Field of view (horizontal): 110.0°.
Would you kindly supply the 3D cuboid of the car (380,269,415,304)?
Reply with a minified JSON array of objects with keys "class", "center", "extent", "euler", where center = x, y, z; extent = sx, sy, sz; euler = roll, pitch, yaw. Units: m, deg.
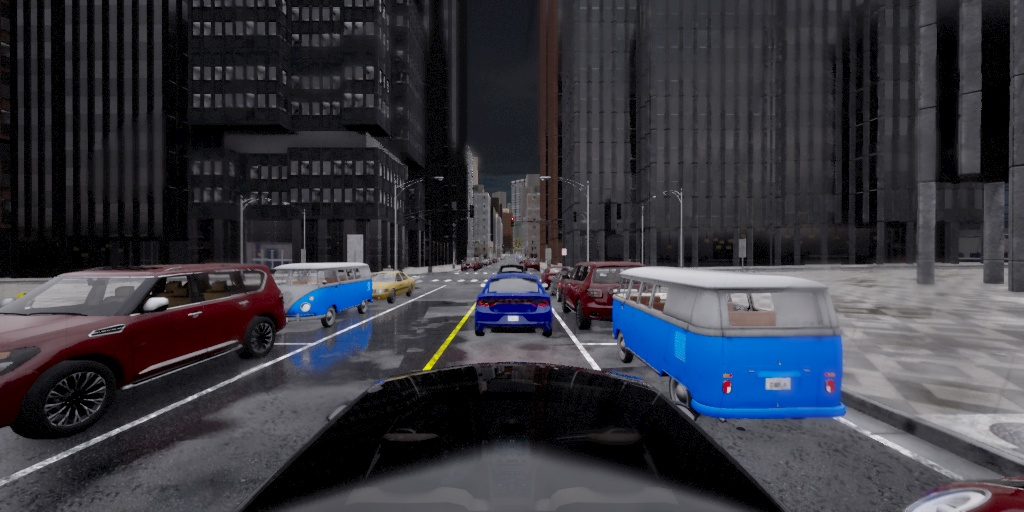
[{"class":"car","center":[-5.764,1.276,16.463],"extent":[1.751,1.417,4.829],"euler":[0,0,0]}]

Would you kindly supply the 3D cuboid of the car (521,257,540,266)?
[{"class":"car","center":[2.762,1.084,49.188],"extent":[2.192,1.841,5.009],"euler":[0,0,0]}]

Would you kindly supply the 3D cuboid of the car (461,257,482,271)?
[{"class":"car","center":[-5.764,1.084,49.197],"extent":[2.192,1.841,5.009],"euler":[0,0,0]}]

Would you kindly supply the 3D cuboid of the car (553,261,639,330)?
[{"class":"car","center":[2.765,1.065,11.097],"extent":[2.192,1.841,5.009],"euler":[0,0,0]}]

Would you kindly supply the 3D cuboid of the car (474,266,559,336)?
[{"class":"car","center":[0.058,1.228,10.385],"extent":[1.882,1.535,5.008],"euler":[0,0,1]}]

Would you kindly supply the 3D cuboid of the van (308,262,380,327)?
[{"class":"van","center":[-5.765,1.091,11.109],"extent":[1.690,1.789,3.998],"euler":[0,0,0]}]

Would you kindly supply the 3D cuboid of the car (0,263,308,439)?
[{"class":"car","center":[-5.765,1.064,5.584],"extent":[2.192,1.841,5.009],"euler":[0,0,0]}]

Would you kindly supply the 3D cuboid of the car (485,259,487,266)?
[{"class":"car","center":[-5.764,1.348,60.483],"extent":[1.948,1.339,4.313],"euler":[0,0,0]}]

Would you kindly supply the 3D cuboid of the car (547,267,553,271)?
[{"class":"car","center":[2.764,1.301,16.622],"extent":[2.007,1.370,4.403],"euler":[0,0,0]}]

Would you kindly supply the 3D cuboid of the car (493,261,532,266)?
[{"class":"car","center":[0.000,1.257,20.756],"extent":[1.837,1.490,4.892],"euler":[0,0,0]}]

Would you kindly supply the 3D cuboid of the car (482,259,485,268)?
[{"class":"car","center":[-5.764,1.090,54.840],"extent":[2.192,1.841,5.009],"euler":[0,0,0]}]

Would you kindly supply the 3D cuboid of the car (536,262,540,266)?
[{"class":"car","center":[2.762,1.297,22.147],"extent":[1.888,1.381,4.507],"euler":[0,0,0]}]

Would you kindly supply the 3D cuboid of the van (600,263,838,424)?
[{"class":"van","center":[2.766,1.091,5.571],"extent":[1.690,1.789,3.998],"euler":[0,0,0]}]
